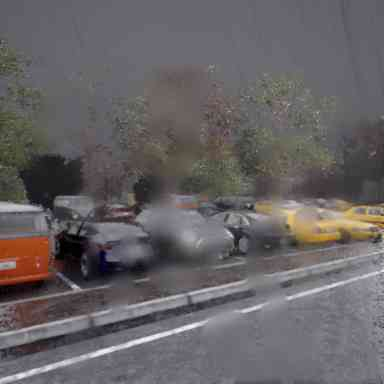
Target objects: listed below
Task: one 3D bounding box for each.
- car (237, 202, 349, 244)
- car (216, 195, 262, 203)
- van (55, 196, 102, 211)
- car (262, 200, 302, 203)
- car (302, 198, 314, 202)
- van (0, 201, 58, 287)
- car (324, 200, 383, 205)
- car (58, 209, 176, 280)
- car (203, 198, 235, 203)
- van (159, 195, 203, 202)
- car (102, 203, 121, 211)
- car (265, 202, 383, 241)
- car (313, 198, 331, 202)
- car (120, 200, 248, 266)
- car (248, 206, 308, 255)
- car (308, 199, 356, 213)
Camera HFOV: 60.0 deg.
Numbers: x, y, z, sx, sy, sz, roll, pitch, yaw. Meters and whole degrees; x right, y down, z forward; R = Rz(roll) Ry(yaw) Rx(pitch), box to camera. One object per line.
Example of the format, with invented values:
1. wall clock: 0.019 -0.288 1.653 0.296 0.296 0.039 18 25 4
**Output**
1. car: 3.935 1.475 15.138 1.946 1.575 5.366 0 0 -35
2. car: 3.286 1.267 30.515 2.435 2.045 5.566 0 0 -35
3. van: -7.918 1.247 22.410 1.878 1.987 4.442 0 0 -36
4. car: 7.929 1.548 33.542 1.946 1.575 5.366 0 0 -35
5. car: 10.083 1.608 35.292 2.002 1.452 4.674 0 0 -35
6. van: -5.081 1.261 8.667 1.878 1.987 4.442 0 0 -35
7. car: 10.944 1.517 19.648 1.946 1.575 5.366 0 0 -35
8. car: -2.764 1.509 10.202 2.163 1.488 4.792 0 0 -35
9. car: 1.058 1.531 28.867 2.163 1.488 4.792 0 0 -35
10. van: -1.387 1.261 27.313 1.878 1.987 4.442 0 0 -35
11. car: -5.752 1.501 24.114 2.163 1.488 4.792 0 0 -35
12. car: 6.314 1.485 16.369 1.946 1.575 5.366 0 0 -35
13. car: 12.359 1.614 36.872 2.163 1.488 4.792 0 0 -35
14. car: -0.502 1.349 11.806 2.185 1.767 4.553 0 0 -35
15. car: 1.788 1.474 13.382 2.231 1.521 4.892 0 0 -35
16. car: 16.765 1.617 40.023 2.097 1.535 5.008 0 0 -35
